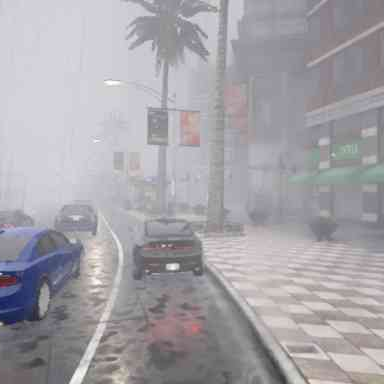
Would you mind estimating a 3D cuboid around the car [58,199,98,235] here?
[{"bbox_3d":[-6.433,1.373,18.804,2.097,1.767,4.553,0,0,-16],"label":"car"}]

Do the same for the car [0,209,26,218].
[{"bbox_3d":[-9.434,1.568,17.003,2.033,1.411,5.357,0,0,-17],"label":"car"}]

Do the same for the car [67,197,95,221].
[{"bbox_3d":[-9.562,1.379,28.824,2.097,1.767,4.553,0,0,-17],"label":"car"}]

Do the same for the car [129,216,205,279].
[{"bbox_3d":[-0.891,1.511,10.188,1.837,1.490,4.892,0,0,-11],"label":"car"}]

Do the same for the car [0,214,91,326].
[{"bbox_3d":[-3.683,1.486,7.144,1.882,1.535,5.008,0,0,-6],"label":"car"}]
